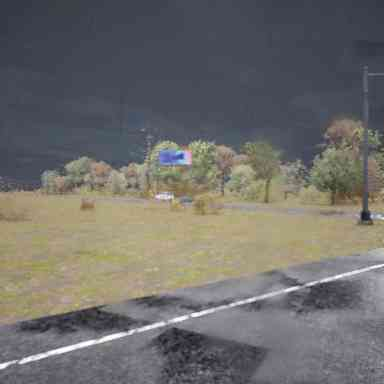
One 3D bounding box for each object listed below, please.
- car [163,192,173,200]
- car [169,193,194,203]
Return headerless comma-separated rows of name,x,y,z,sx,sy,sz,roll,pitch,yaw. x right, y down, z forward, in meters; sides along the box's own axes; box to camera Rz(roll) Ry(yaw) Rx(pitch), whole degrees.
car,-5.613,1.010,68.577,2.150,2.045,5.566,0,0,-34
car,-1.601,1.418,62.641,2.033,1.411,5.357,0,0,-33
